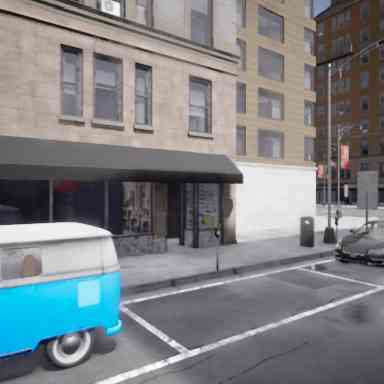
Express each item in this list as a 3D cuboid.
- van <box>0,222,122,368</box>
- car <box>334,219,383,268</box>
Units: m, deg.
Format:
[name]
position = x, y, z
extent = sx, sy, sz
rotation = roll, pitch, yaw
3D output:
[van]
position = -2.889, 1.341, 4.129
extent = 3.998, 1.788, 1.690
rotation = 0, 0, -35
[car]
position = 6.337, 1.564, 10.693
extent = 4.403, 1.369, 2.008
rotation = 0, 0, -35
